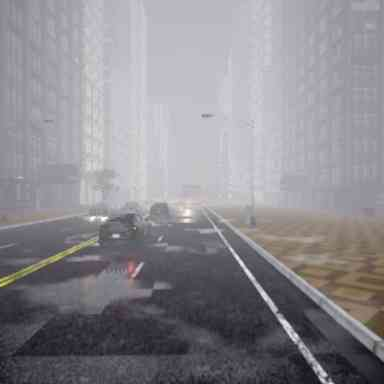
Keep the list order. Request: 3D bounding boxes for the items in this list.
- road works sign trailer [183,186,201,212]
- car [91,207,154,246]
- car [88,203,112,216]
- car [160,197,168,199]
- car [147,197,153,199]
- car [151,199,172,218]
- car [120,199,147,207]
[{"bbox_3d":[0.007,0.867,45.155,2.380,3.560,2.880,0,-1,1],"label":"road works sign trailer"},{"bbox_3d":[-3.152,1.669,16.087,1.812,1.442,4.674,0,-1,0],"label":"car"},{"bbox_3d":[-9.839,1.888,36.322,1.994,1.385,4.181,0,-1,0],"label":"car"},{"bbox_3d":[-6.517,1.933,77.330,1.882,1.535,5.008,0,-1,0],"label":"car"},{"bbox_3d":[-9.767,1.979,77.329,1.812,1.442,4.674,0,-1,0],"label":"car"},{"bbox_3d":[-3.158,1.782,34.148,1.882,1.535,5.008,0,-1,0],"label":"car"},{"bbox_3d":[-6.593,1.812,36.014,2.128,1.511,4.902,0,-1,0],"label":"car"}]
